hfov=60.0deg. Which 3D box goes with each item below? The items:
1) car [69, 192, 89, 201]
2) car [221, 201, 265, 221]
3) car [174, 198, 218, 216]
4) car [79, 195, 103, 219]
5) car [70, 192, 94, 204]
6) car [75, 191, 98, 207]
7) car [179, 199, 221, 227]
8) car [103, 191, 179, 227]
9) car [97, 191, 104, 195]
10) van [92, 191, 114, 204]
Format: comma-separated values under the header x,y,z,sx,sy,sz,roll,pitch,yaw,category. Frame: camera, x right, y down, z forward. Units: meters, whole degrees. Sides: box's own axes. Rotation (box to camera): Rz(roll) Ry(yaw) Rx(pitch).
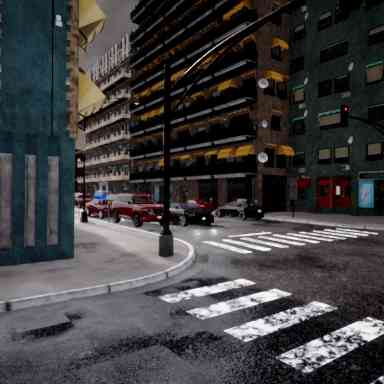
x,y,z,sx,sy,sz,roll,pitch,yaw,category
-19.304,0.769,56.760,1.887,1.381,4.507,2,0,-36,car
3.553,1.353,25.168,1.947,1.339,4.313,2,0,-36,car
0.287,1.289,29.681,1.802,1.307,4.206,2,0,-36,car
-6.524,1.183,24.801,1.887,1.381,4.507,2,0,-36,car
-15.652,0.823,47.192,1.882,1.535,5.008,1,0,-36,car
-12.085,0.948,36.906,1.882,1.535,5.008,1,0,-36,car
-0.473,1.321,20.833,1.994,1.385,4.181,1,0,-36,car
-3.252,1.034,20.288,2.192,1.841,5.009,2,0,-36,car
-6.054,0.971,28.557,2.097,1.767,4.553,1,0,-36,car
-12.769,0.726,47.735,1.690,1.788,3.998,2,0,-36,van
